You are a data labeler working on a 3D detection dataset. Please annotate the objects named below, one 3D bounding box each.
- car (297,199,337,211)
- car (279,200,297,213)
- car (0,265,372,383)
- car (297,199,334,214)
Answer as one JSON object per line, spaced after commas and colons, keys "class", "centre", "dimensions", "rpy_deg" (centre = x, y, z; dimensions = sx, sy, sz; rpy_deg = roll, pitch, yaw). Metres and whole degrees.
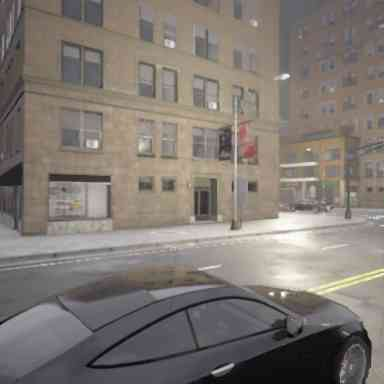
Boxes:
{"class": "car", "centre": [15.714, 1.651, 41.940], "dimensions": [1.947, 1.339, 4.313], "rpy_deg": [0, 0, -35]}
{"class": "car", "centre": [9.157, 1.478, 37.315], "dimensions": [1.967, 1.590, 4.097], "rpy_deg": [0, 0, -35]}
{"class": "car", "centre": [-0.045, 1.530, 3.404], "dimensions": [4.674, 1.442, 1.812], "rpy_deg": [0, 0, -35]}
{"class": "car", "centre": [12.798, 1.545, 36.551], "dimensions": [2.128, 1.511, 4.902], "rpy_deg": [0, 0, -35]}
